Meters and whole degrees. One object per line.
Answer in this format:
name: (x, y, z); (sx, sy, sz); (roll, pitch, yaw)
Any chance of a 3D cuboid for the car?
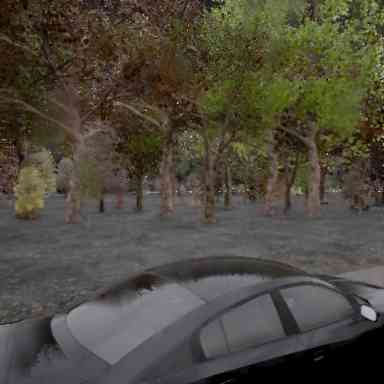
car: (0.609, 1.468, 3.568); (5.008, 1.535, 1.882); (0, 0, -33)
